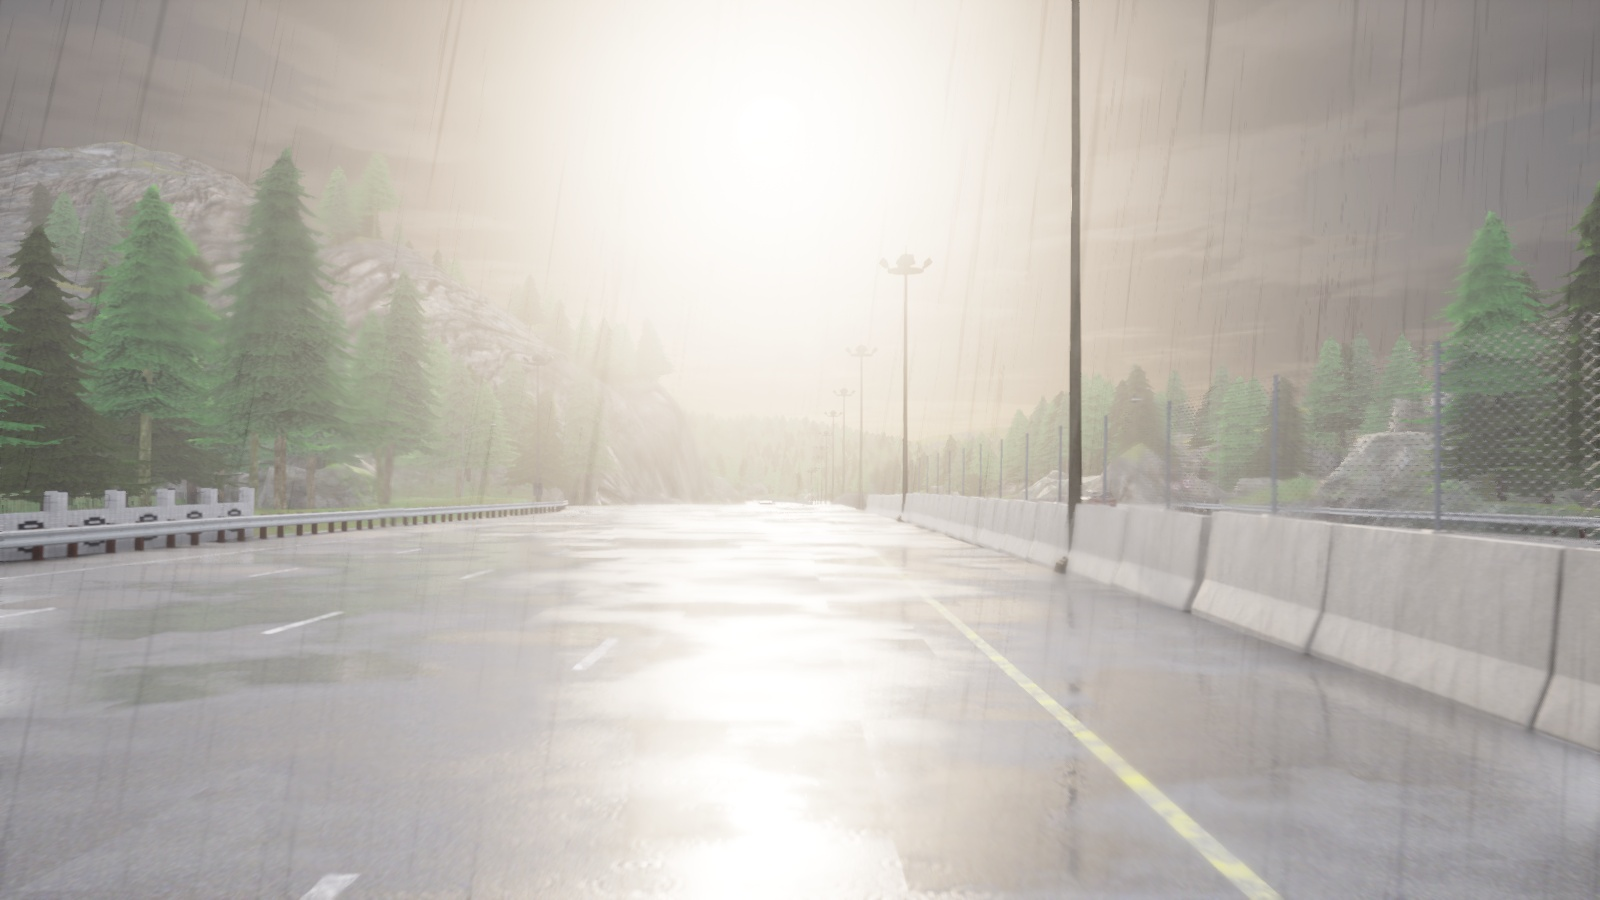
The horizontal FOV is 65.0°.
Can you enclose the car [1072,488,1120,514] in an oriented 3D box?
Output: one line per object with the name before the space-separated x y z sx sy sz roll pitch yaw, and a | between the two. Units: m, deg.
car | 17.285 2.943 73.503 1.816 1.474 4.193 0 -2 0
